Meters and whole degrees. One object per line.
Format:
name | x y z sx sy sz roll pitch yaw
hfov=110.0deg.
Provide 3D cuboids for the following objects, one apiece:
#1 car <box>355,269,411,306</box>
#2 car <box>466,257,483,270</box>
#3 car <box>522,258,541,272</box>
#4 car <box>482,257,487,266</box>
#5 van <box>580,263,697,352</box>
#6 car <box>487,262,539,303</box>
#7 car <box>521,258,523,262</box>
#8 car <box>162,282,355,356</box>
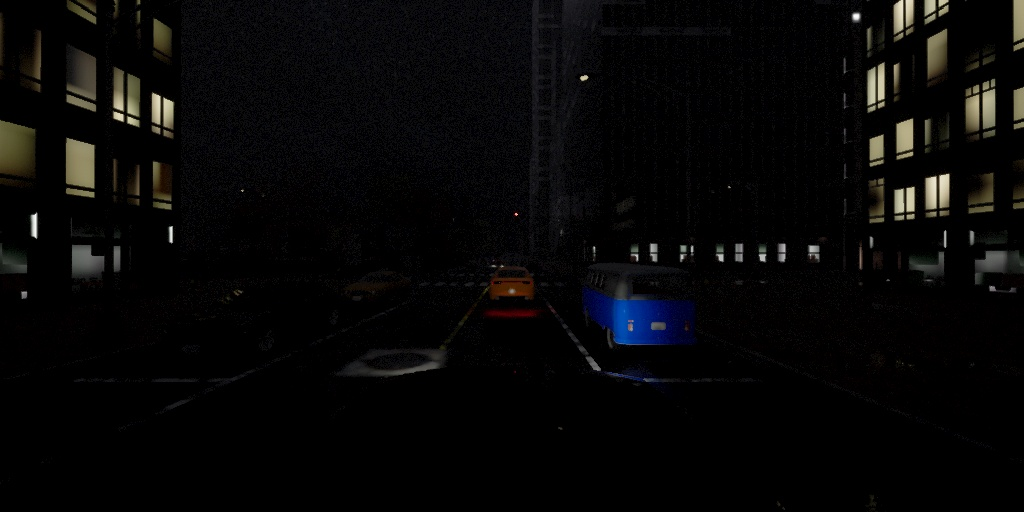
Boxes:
car | -5.819 1.270 15.866 1.751 1.417 4.829 0 0 0
car | -5.690 1.280 52.436 1.888 1.381 4.507 0 0 0
car | 2.691 1.176 46.758 1.967 1.591 4.097 0 0 0
car | -5.690 1.283 58.119 2.007 1.370 4.403 0 0 0
van | 2.772 1.088 8.633 1.690 1.789 3.998 0 0 0
car | 0.000 1.231 16.499 1.882 1.535 5.008 0 0 0
car | 2.691 1.300 52.439 1.948 1.339 4.313 0 0 0
car | -5.771 1.313 8.632 1.948 1.339 4.313 0 0 0
